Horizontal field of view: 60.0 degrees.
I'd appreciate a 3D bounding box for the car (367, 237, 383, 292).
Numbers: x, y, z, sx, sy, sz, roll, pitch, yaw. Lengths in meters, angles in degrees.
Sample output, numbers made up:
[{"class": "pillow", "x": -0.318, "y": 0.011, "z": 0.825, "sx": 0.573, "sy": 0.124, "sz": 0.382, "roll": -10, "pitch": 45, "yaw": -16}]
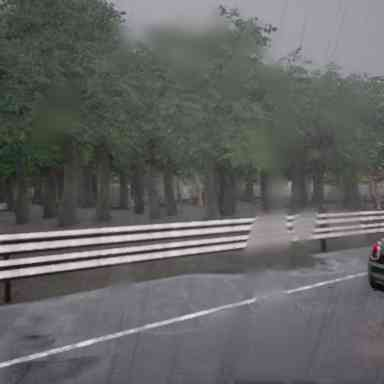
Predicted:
[{"class": "car", "x": 6.034, "y": 1.290, "z": 7.385, "sx": 4.553, "sy": 1.767, "sz": 2.097, "roll": 0, "pitch": 0, "yaw": -31}]
